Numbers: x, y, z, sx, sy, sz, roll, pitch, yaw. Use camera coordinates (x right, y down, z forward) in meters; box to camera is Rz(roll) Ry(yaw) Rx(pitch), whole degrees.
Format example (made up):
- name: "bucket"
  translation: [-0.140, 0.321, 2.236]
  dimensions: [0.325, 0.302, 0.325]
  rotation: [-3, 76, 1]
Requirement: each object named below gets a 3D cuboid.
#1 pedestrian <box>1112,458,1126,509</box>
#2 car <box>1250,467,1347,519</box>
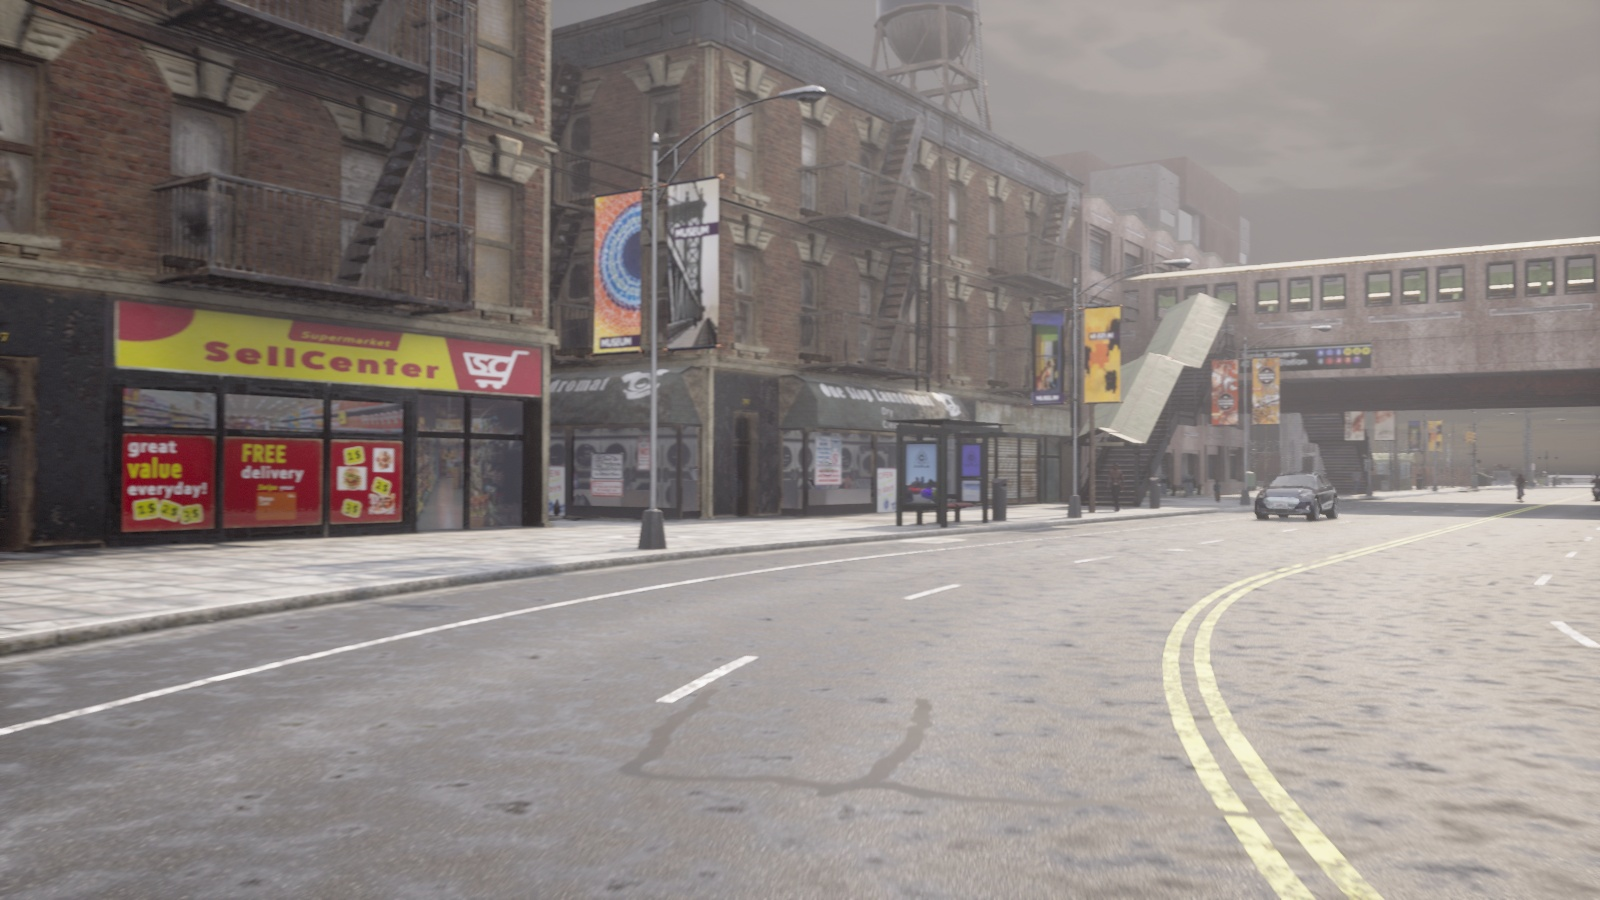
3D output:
- name: "pedestrian"
  translation: [11.389, 1.191, 44.778]
  dimensions: [0.328, 1.805, 0.869]
  rotation: [-1, -1, 24]
- name: "car"
  translation: [17.091, 1.417, 42.916]
  dimensions: [2.033, 1.649, 4.856]
  rotation: [-1, -1, 34]
